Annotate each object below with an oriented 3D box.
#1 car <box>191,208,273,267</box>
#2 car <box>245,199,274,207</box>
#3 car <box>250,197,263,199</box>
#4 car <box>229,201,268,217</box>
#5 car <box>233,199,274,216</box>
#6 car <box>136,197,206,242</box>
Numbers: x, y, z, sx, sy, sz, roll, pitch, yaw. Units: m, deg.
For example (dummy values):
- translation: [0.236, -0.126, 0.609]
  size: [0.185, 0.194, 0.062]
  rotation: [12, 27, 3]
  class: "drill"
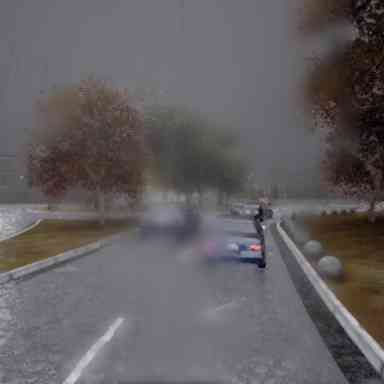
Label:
- translation: [1.496, 1.497, 11.234]
  size: [2.033, 1.411, 5.357]
  rotation: [0, 0, 10]
  class: "car"
- translation: [12.749, 1.992, 63.375]
  size: [2.033, 1.411, 5.357]
  rotation: [1, -1, -39]
  class: "car"
- translation: [11.264, 1.751, 59.868]
  size: [2.097, 1.767, 4.553]
  rotation: [1, -1, -31]
  class: "car"
- translation: [5.556, 1.635, 32.262]
  size: [1.994, 1.385, 4.181]
  rotation: [0, -1, 38]
  class: "car"
- translation: [5.164, 1.555, 26.594]
  size: [2.033, 1.411, 5.357]
  rotation: [0, -1, 25]
  class: "car"
- translation: [-0.835, 1.291, 16.212]
  size: [2.097, 1.767, 4.553]
  rotation: [0, 0, 12]
  class: "car"
